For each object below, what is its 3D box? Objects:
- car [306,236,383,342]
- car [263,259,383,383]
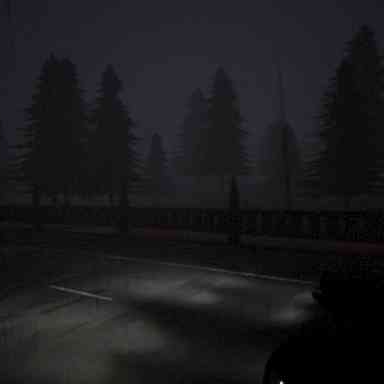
[{"bbox_3d":[4.393,1.576,5.018,4.718,1.301,1.895,-1,0,35],"label":"car"},{"bbox_3d":[2.808,1.472,1.851,4.902,1.511,2.128,-1,0,36],"label":"car"}]
